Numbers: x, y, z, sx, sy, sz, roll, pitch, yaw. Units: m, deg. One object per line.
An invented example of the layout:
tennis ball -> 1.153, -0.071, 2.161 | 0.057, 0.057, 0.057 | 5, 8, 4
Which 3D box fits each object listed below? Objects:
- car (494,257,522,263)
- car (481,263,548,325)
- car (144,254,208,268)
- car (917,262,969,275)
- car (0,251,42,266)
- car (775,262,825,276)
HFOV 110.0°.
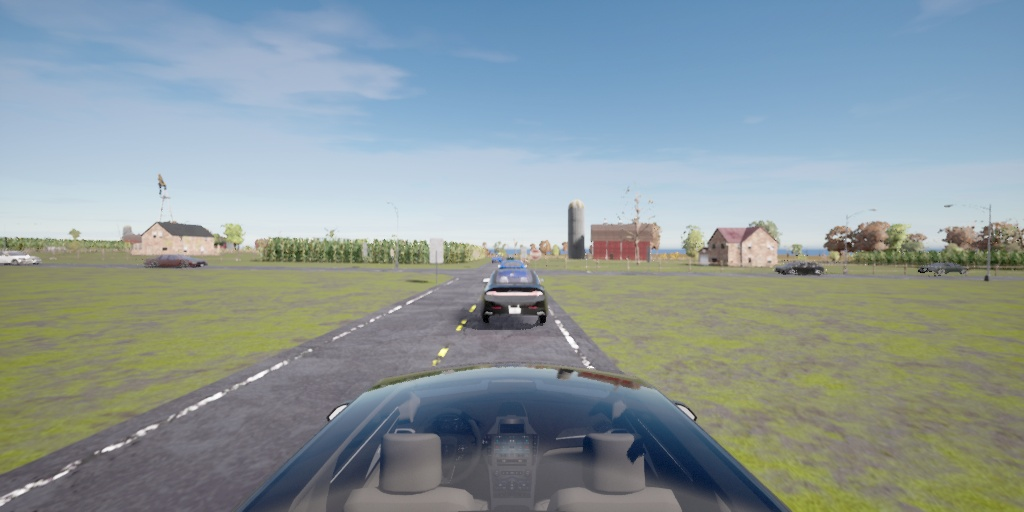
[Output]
car -> 0.042, 1.038, 24.751 | 1.882, 1.535, 5.008 | 0, 0, 1
car -> 0.062, 1.158, 11.514 | 2.128, 1.511, 4.902 | 0, 0, 0
car -> -34.895, 0.529, 37.275 | 5.357, 1.411, 2.033 | 1, 1, 0
car -> 48.954, 1.389, 40.779 | 4.181, 1.385, 1.994 | 1, 1, 0
car -> -51.993, 0.244, 37.231 | 4.674, 1.442, 1.812 | 1, 1, 0
car -> 32.609, 1.405, 40.741 | 4.892, 1.490, 1.837 | 1, 1, 0
